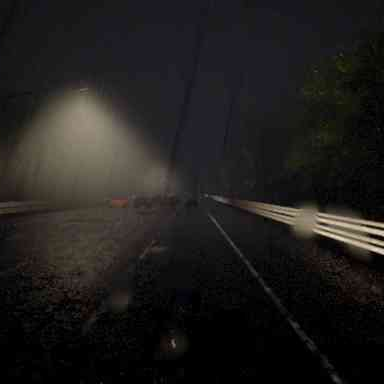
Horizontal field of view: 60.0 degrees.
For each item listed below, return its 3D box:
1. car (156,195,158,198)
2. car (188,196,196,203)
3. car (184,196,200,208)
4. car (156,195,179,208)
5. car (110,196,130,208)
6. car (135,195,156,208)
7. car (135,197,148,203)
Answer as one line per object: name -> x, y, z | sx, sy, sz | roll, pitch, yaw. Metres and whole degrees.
car -> -6.994, 1.390, 69.638 | 2.097, 1.767, 4.553 | 0, 0, 0
car -> 0.006, 1.559, 69.979 | 1.812, 1.442, 4.674 | 0, 0, 0
car -> -0.001, 1.528, 48.335 | 1.837, 1.490, 4.892 | 0, 0, 0
car -> -3.501, 1.514, 48.342 | 2.128, 1.511, 4.902 | 0, 0, 0
car -> -10.503, 1.373, 48.552 | 2.097, 1.767, 4.553 | 0, 0, 0
car -> -7.002, 1.372, 48.559 | 2.097, 1.767, 4.553 | 0, 0, 0
car -> -10.494, 1.629, 69.308 | 1.895, 1.301, 4.718 | 0, 0, 0
